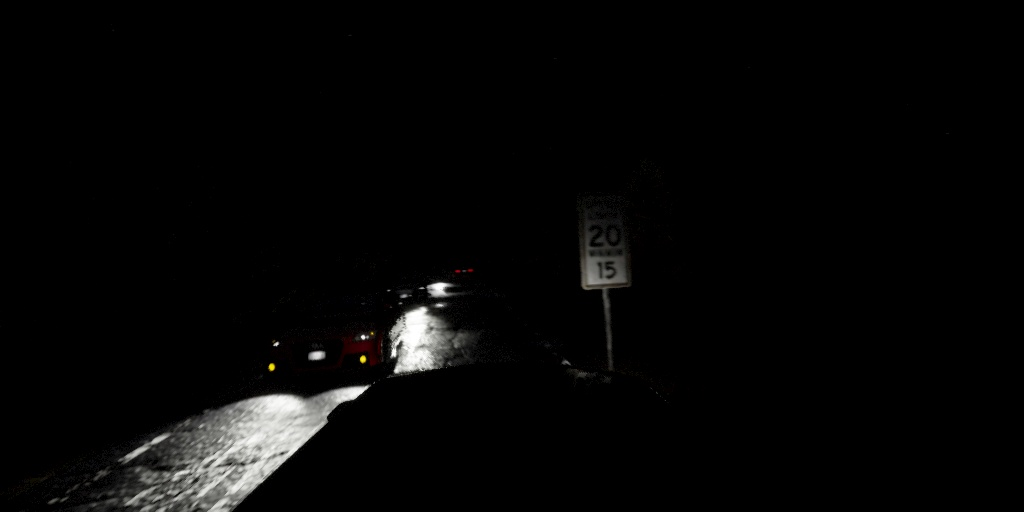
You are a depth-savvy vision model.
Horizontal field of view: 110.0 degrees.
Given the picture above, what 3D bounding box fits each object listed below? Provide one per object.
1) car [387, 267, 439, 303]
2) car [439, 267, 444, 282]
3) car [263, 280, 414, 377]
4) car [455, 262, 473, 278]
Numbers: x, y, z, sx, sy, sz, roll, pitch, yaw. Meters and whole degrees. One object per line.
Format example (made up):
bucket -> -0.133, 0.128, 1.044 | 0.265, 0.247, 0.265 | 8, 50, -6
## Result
car -> -5.027, 1.481, 17.930 | 2.128, 1.511, 4.902 | -3, 0, -9
car -> -7.206, 1.699, 32.760 | 1.895, 1.301, 4.718 | -3, 0, -8
car -> -3.550, 1.486, 7.937 | 1.994, 1.385, 4.181 | -3, 0, -9
car -> -5.024, 1.536, 37.563 | 2.033, 1.411, 5.357 | -3, 0, -8
